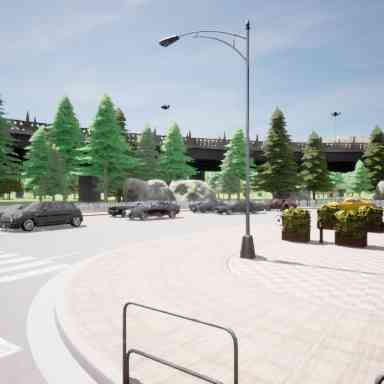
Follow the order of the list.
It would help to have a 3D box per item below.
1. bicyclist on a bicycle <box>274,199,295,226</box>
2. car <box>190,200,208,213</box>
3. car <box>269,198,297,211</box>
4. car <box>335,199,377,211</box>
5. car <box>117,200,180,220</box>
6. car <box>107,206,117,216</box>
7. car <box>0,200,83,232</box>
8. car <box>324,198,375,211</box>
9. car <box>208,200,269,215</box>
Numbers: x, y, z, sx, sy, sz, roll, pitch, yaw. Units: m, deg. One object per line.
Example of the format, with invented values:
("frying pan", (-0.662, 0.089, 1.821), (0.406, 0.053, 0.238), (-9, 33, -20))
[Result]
("bicyclist on a bicycle", (5.554, 1.245, 19.593), (0.582, 1.620, 1.656), (0, 0, -44))
("car", (1.853, 1.508, 35.367), (4.181, 1.385, 1.994), (0, 0, -29))
("car", (9.980, 1.470, 38.799), (4.674, 1.442, 1.812), (0, 0, -15))
("car", (19.756, 1.509, 40.175), (4.181, 1.385, 1.994), (0, 0, 0))
("car", (-3.171, 1.436, 27.140), (4.902, 1.511, 2.128), (0, 0, -44))
("car", (-5.238, 1.545, 30.079), (4.718, 1.301, 1.895), (0, 0, -44))
("car", (-8.967, 1.297, 20.069), (2.097, 1.767, 4.553), (0, 0, 37))
("car", (17.099, 1.422, 36.614), (5.008, 1.535, 1.882), (0, 0, -3))
("car", (4.656, 1.492, 33.064), (5.357, 1.411, 2.033), (0, 0, -26))
